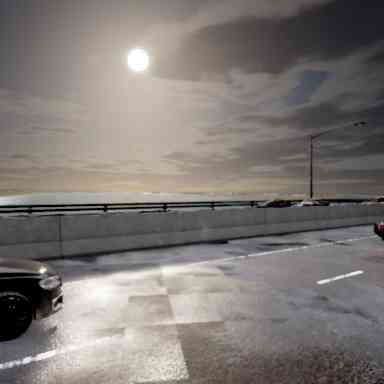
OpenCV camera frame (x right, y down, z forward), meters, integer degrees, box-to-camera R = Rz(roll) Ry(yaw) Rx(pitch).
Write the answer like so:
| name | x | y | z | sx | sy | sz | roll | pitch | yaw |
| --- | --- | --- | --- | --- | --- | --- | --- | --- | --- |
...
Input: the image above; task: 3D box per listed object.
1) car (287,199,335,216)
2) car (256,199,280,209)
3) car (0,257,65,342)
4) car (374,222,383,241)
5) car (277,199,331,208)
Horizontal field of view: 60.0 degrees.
| name | x | y | z | sx | sy | sz | roll | pitch | yaw |
| --- | --- | --- | --- | --- | --- | --- | --- | --- | --- |
| car | 12.123 | 1.521 | 33.852 | 4.902 | 1.511 | 2.128 | 0 | 0 | -34 |
| car | 9.005 | 1.533 | 35.961 | 4.892 | 1.490 | 1.837 | 0 | 0 | -34 |
| car | -4.481 | 1.490 | 4.843 | 4.902 | 1.511 | 2.128 | 0 | 0 | -36 |
| car | 10.533 | 1.617 | 15.487 | 4.718 | 1.301 | 1.895 | 0 | 0 | -35 |
| car | 9.661 | 1.548 | 27.911 | 4.674 | 1.442 | 1.812 | 0 | 0 | -35 |
